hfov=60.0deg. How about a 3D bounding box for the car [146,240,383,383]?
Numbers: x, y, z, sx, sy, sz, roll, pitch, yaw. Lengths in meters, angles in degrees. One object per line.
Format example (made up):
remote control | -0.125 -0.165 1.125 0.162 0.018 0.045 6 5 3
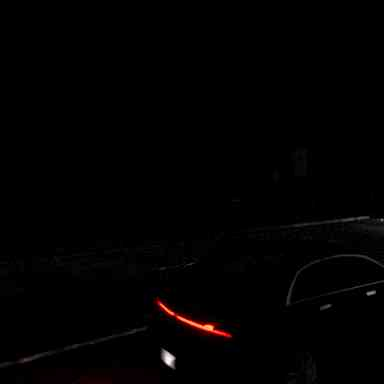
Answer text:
car | 1.721 1.488 4.888 4.892 1.490 1.837 0 0 -35

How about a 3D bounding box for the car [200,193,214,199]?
car | 3.490 0.983 65.477 1.994 1.385 4.181 -1 1 -38
